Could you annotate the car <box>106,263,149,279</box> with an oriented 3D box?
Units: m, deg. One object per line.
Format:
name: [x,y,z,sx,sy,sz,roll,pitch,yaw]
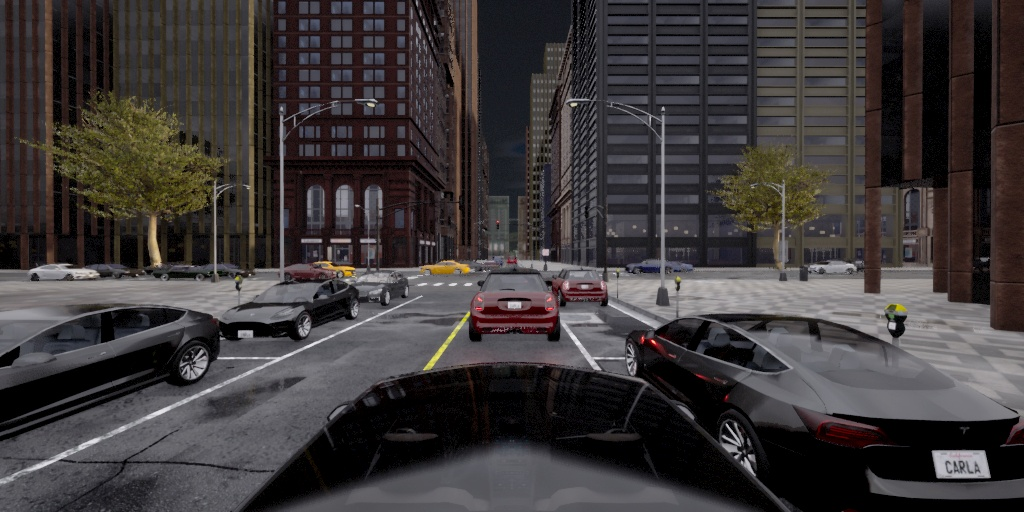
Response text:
car: [-37.883,1.408,33.646,5.357,1.411,2.033,0,0,-1]

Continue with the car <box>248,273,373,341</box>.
car: [-5.754,1.316,9.925,1.948,1.339,4.313,0,0,0]

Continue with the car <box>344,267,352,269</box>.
car: [-17.306,1.281,33.660,5.008,1.535,1.882,0,0,1]

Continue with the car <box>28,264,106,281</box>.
car: [-38.003,1.403,30.406,4.674,1.442,1.812,0,0,0]

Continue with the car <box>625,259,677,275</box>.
car: [14.089,1.061,37.145,4.553,1.767,2.097,0,0,0]

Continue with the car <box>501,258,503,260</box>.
car: [-3.011,1.379,61.377,1.895,1.301,4.718,0,0,0]

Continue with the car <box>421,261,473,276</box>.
car: [-6.900,1.243,37.129,5.008,1.535,1.882,0,0,0]

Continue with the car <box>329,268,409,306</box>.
car: [-5.747,1.301,15.562,2.007,1.370,4.403,0,0,0]

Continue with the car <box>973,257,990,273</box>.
car: [49.215,0.857,37.082,4.892,1.490,1.837,0,0,0]

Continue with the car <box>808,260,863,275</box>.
car: [32.905,1.194,37.160,4.674,1.442,1.812,0,0,0]

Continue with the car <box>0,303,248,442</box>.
car: [-5.760,1.316,4.288,1.948,1.339,4.313,0,0,0]

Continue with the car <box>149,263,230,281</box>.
car: [-27.259,1.447,30.405,4.718,1.301,1.895,0,0,0]

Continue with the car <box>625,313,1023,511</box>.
car: [2.765,1.316,4.281,1.948,1.339,4.313,0,0,0]

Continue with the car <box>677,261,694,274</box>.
car: [17.495,1.233,40.400,5.357,1.411,2.033,0,0,0]

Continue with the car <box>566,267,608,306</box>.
car: [2.778,1.190,15.553,1.967,1.591,4.097,0,0,0]

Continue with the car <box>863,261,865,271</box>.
car: [38.280,1.167,40.404,4.674,1.442,1.812,0,0,0]

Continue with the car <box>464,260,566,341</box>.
car: [0.077,1.102,10.017,2.097,1.767,4.553,0,0,1]

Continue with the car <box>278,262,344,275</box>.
car: [-17.233,1.344,30.415,4.674,1.442,1.812,0,0,-2]

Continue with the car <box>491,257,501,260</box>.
car: [-3.011,1.295,52.021,1.812,1.442,4.674,0,0,1]

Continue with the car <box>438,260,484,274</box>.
car: [-5.712,1.260,40.378,4.892,1.490,1.837,0,0,0]

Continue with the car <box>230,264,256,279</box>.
car: [-27.249,1.378,33.657,5.357,1.411,2.033,0,0,0]
